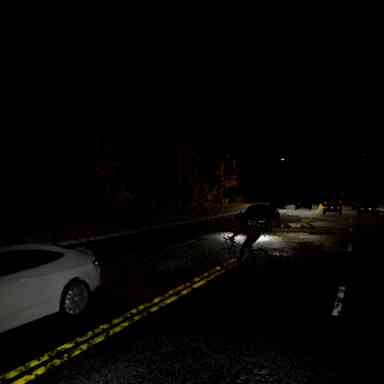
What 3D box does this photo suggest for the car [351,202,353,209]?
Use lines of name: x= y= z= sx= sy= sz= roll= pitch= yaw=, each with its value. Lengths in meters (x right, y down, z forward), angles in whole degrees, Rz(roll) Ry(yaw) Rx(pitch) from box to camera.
car: x=21.983 y=1.655 z=43.426 sx=2.033 sy=1.411 sz=5.357 roll=0 pitch=0 yaw=23

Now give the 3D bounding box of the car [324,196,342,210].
car: x=19.168 y=1.444 z=45.236 sx=2.097 sy=1.767 sz=4.553 roll=0 pitch=0 yaw=23

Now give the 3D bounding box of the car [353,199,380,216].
car: x=17.680 y=1.625 z=33.449 sx=2.033 sy=1.411 sz=5.357 roll=0 pitch=0 yaw=24

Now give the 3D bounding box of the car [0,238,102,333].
car: x=-3.455 y=1.525 z=5.237 sx=1.812 sy=1.442 sz=4.674 roll=0 pitch=0 yaw=28

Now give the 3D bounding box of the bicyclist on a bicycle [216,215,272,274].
bicyclist on a bicycle: x=1.427 y=1.465 z=9.387 sx=1.656 sy=1.620 sz=0.582 roll=-2 pitch=-1 yaw=27

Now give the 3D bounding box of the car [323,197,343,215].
car: x=15.005 y=1.614 z=35.492 sx=2.033 sy=1.411 sz=5.357 roll=0 pitch=0 yaw=24

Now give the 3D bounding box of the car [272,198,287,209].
car: x=11.179 y=1.574 z=43.430 sx=1.812 sy=1.442 sz=4.674 roll=0 pitch=0 yaw=23

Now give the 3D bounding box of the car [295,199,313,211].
car: x=14.253 y=1.590 z=42.349 sx=1.812 sy=1.442 sz=4.674 roll=0 pitch=0 yaw=23

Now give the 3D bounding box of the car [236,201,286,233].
car: x=4.160 y=1.527 z=20.266 sx=1.837 sy=1.490 sz=4.892 roll=0 pitch=-1 yaw=26
